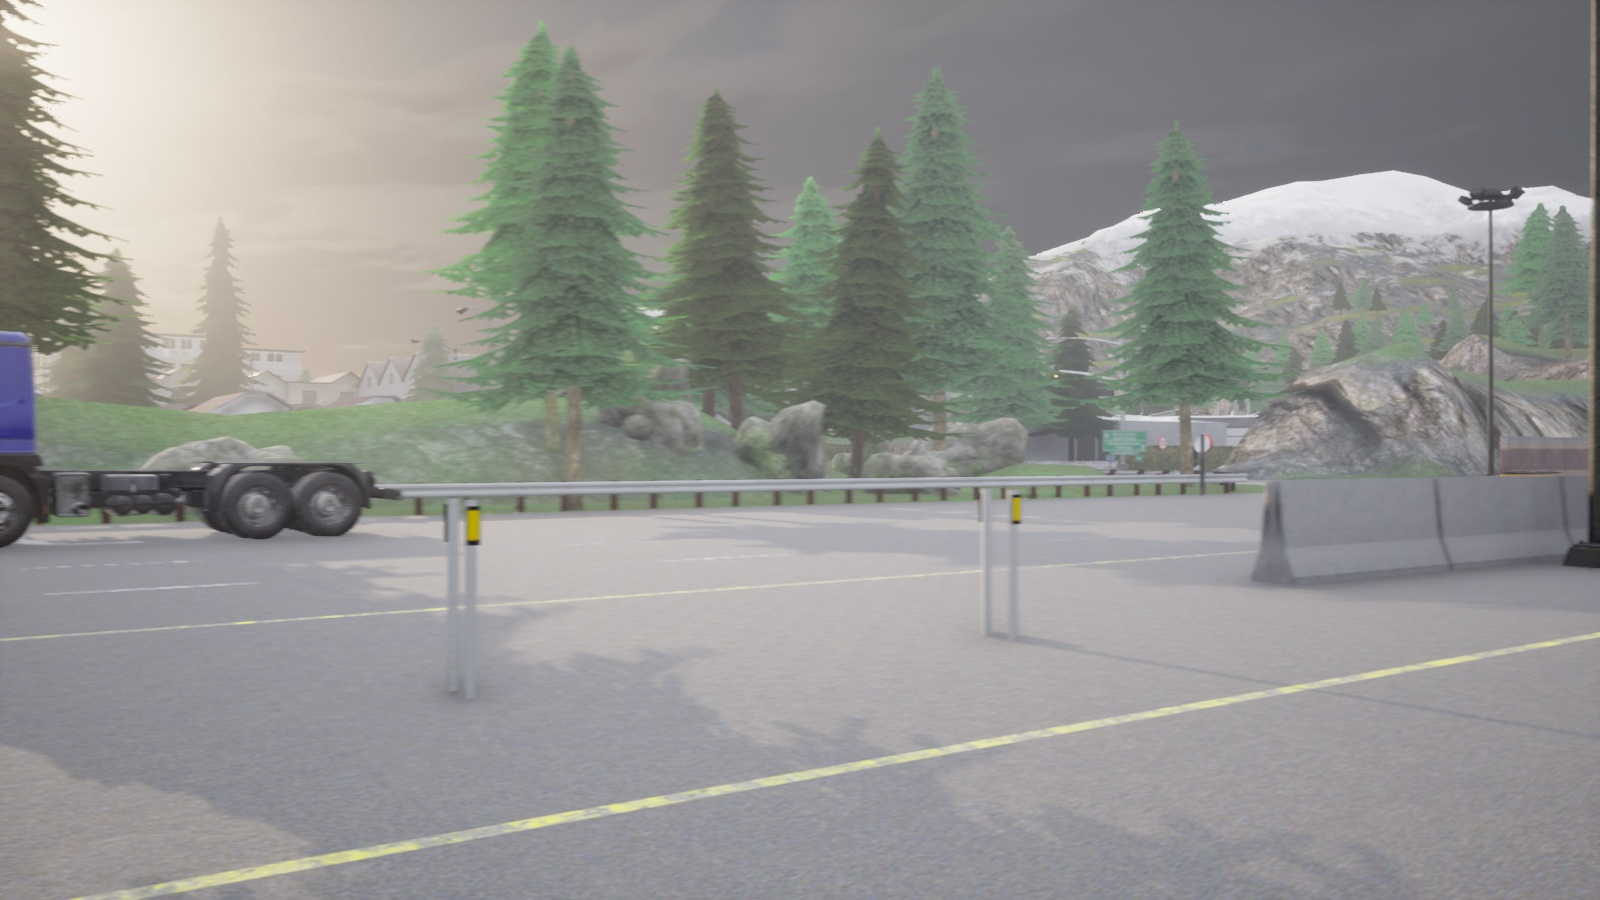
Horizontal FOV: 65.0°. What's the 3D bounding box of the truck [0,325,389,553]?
[{"bbox_3d":[-11.418,-0.160,21.303,7.936,3.462,2.891,0,0,-35],"label":"truck"}]
